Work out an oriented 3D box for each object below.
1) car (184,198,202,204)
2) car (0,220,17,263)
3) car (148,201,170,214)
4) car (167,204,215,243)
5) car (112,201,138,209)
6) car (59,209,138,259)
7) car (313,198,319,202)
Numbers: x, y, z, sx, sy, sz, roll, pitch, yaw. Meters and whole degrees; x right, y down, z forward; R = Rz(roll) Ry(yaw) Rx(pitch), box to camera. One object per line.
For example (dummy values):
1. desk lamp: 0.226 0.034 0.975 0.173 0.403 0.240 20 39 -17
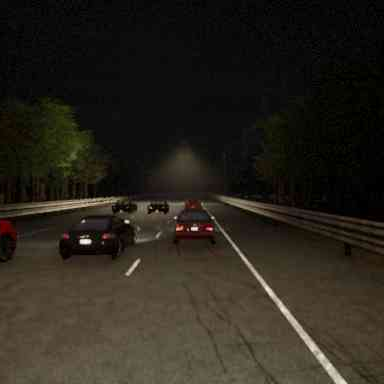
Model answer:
1. car: 0.108 1.423 37.735 1.882 1.535 5.008 0 0 0
2. car: -6.898 1.214 8.724 2.150 2.045 5.566 0 0 0
3. car: -3.392 1.556 34.664 1.895 1.301 4.718 0 0 0
4. car: 0.104 1.532 15.956 2.033 1.411 5.357 0 0 0
5. car: -6.891 1.556 34.674 1.895 1.301 4.718 0 0 0
6. car: -3.399 1.553 12.613 1.994 1.385 4.181 0 0 0
7. car: 29.464 1.682 80.235 4.181 1.385 1.994 1 1 44
